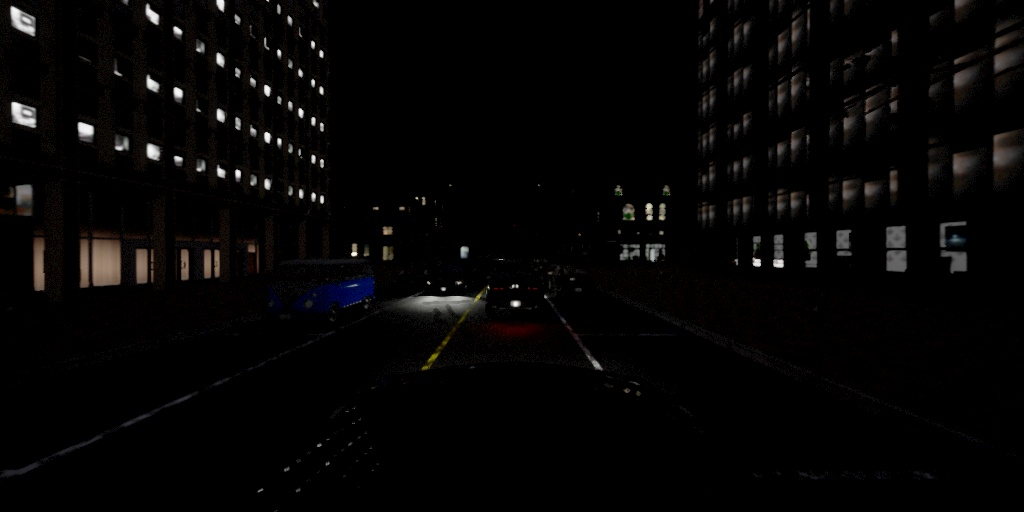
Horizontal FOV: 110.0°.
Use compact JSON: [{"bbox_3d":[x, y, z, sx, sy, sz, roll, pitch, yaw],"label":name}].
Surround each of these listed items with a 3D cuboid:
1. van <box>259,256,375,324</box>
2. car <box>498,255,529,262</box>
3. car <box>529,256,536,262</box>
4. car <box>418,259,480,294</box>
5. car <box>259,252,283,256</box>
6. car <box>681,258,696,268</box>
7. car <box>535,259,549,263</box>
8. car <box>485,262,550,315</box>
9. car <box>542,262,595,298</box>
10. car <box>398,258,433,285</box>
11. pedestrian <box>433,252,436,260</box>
[{"bbox_3d":[-5.683,0.975,11.078,1.690,1.789,3.998,0,0,0],"label":"van"},{"bbox_3d":[0.121,0.889,29.185,1.882,1.535,5.008,0,1,0],"label":"car"},{"bbox_3d":[2.717,0.905,33.821,2.007,1.370,4.403,0,0,0],"label":"car"},{"bbox_3d":[-3.086,1.086,18.798,2.033,1.411,5.357,0,1,0],"label":"car"},{"bbox_3d":[-30.916,0.361,46.334,5.009,1.841,2.192,0,0,1],"label":"car"},{"bbox_3d":[23.678,0.893,45.417,4.207,1.307,1.802,0,0,1],"label":"car"},{"bbox_3d":[2.707,1.040,22.438,1.888,1.381,4.507,0,0,0],"label":"car"},{"bbox_3d":[0.107,1.116,12.884,1.837,1.490,4.892,0,1,0],"label":"car"},{"bbox_3d":[2.703,1.115,16.746,2.007,1.370,4.403,0,0,0],"label":"car"},{"bbox_3d":[-5.673,0.933,22.461,1.967,1.591,4.097,0,0,0],"label":"car"},{"bbox_3d":[-12.507,0.193,57.355,0.375,1.860,0.375,0,0,1],"label":"pedestrian"}]
